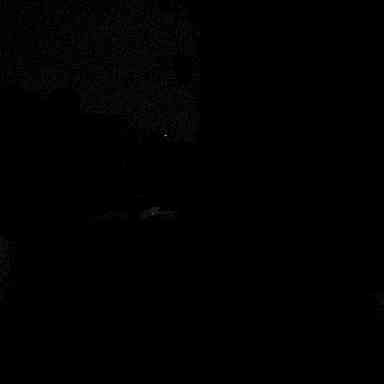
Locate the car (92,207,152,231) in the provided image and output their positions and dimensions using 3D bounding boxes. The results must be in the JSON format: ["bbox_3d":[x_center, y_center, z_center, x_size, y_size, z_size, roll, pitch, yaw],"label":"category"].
[{"bbox_3d":[-5.317,1.951,23.695,1.752,1.417,4.829,-1,-2,36],"label":"car"}]

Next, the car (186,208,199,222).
[{"bbox_3d":[1.055,2.193,32.562,1.947,1.339,4.313,-1,-2,36],"label":"car"}]

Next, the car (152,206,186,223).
[{"bbox_3d":[-2.937,2.075,31.370,1.812,1.442,4.674,0,-1,36],"label":"car"}]

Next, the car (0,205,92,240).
[{"bbox_3d":[-8.653,1.636,19.060,2.192,1.841,5.009,-1,-2,36],"label":"car"}]
